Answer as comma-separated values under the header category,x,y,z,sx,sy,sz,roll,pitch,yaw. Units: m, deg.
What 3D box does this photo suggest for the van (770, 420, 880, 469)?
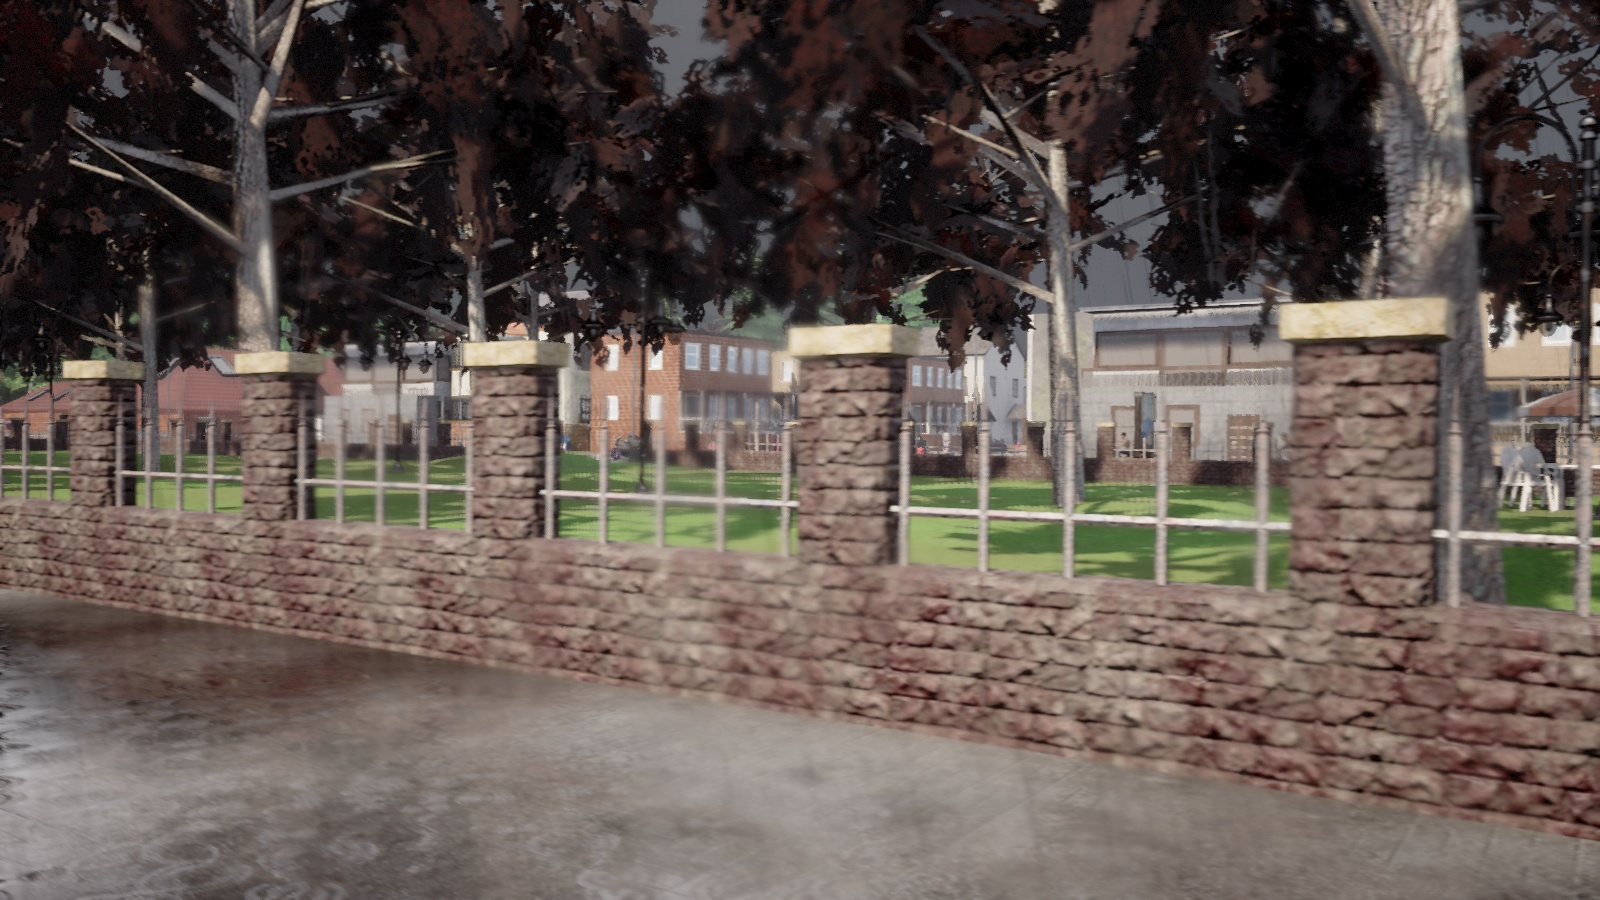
category,x,y,z,sx,sy,sz,roll,pitch,yaw
van,1.024,-0.251,53.153,4.442,1.987,1.775,0,1,37

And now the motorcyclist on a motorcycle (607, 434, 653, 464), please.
category,x,y,z,sx,sy,sz,roll,pitch,yaw
motorcyclist on a motorcycle,-8.779,-0.041,64.987,2.191,1.530,0.866,0,-1,6
